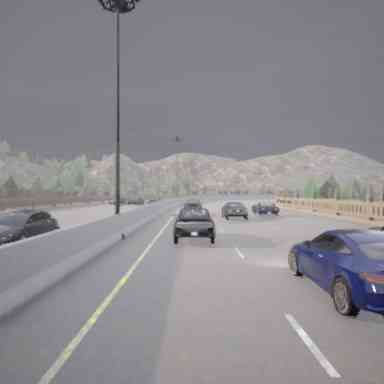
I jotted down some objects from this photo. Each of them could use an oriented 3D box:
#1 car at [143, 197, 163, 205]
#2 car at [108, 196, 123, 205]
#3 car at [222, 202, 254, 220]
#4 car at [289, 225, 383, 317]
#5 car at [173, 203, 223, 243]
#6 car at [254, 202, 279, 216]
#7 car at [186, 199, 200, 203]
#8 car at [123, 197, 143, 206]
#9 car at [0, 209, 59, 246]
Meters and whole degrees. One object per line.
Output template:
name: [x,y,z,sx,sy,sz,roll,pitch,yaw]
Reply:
car: [-6.127,1.593,55.066,1.994,1.385,4.181,0,0,7]
car: [-12.852,1.522,57.469,2.128,1.511,4.902,0,0,8]
car: [3.599,1.564,28.674,2.033,1.411,5.357,0,0,0]
car: [3.600,1.530,7.330,1.812,1.442,4.674,0,0,0]
car: [0.100,1.501,16.100,2.128,1.511,4.902,0,0,0]
car: [7.098,1.619,32.748,1.895,1.301,4.718,0,0,0]
car: [0.099,1.524,34.227,1.837,1.490,4.892,0,0,0]
car: [-9.514,1.578,56.629,2.033,1.411,5.357,0,0,8]
car: [-7.100,1.512,13.636,1.837,1.490,4.892,0,0,0]
